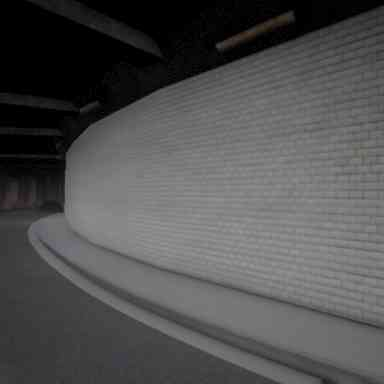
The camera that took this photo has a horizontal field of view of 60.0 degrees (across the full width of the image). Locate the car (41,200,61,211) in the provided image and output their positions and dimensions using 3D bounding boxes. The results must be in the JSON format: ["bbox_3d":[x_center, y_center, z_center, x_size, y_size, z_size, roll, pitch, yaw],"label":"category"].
[{"bbox_3d":[-20.543,1.939,48.556,1.812,1.442,4.674,1,-1,-7],"label":"car"}]
